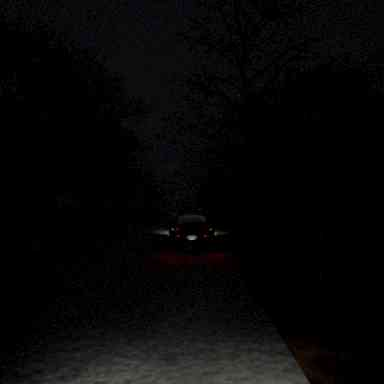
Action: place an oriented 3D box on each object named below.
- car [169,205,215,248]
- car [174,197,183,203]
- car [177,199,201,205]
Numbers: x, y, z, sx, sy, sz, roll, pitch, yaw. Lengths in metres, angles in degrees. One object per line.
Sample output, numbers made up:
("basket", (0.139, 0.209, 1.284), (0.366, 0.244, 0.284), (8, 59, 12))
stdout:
("car", (-0.008, 1.533, 14.652), (1.812, 1.442, 4.674), (0, 0, 0))
("car", (-3.123, 1.781, 75.957), (1.882, 1.535, 5.008), (0, -1, -1))
("car", (-0.048, 1.577, 29.656), (1.994, 1.385, 4.181), (0, 0, 0))
